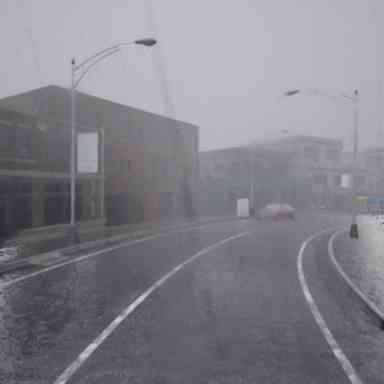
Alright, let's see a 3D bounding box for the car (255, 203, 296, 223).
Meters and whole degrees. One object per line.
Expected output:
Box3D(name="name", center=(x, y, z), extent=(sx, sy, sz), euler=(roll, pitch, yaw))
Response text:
Box3D(name="car", center=(7.072, 1.687, 27.720), extent=(1.812, 1.442, 4.674), euler=(1, 0, 41))
